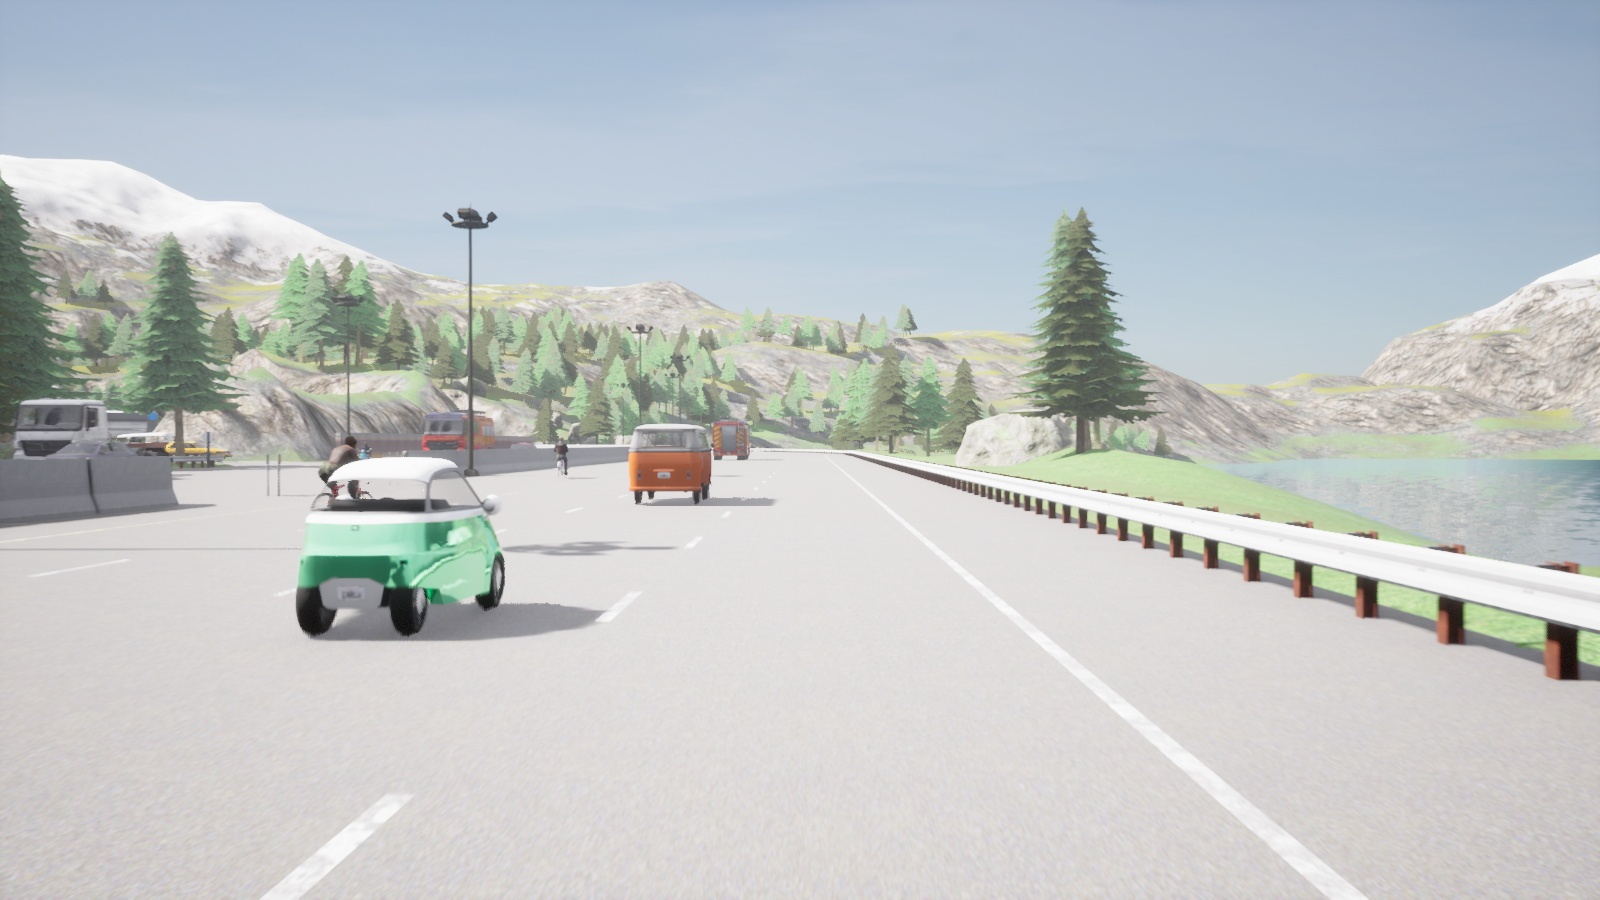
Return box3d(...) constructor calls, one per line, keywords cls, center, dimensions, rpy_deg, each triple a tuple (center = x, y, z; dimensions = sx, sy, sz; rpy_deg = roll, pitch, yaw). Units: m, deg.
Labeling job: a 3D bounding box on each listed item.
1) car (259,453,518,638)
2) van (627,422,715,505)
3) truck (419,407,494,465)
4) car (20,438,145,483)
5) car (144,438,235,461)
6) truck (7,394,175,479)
box3d(cls="car", center=(-3.407, 0.738, 10.746), dimensions=(1.481, 1.376, 2.207), rpy_deg=(0, 1, 0))
box3d(cls="van", center=(-3.242, 0.317, 32.258), dimensions=(1.775, 1.987, 4.442), rpy_deg=(0, 0, 0))
box3d(cls="truck", center=(-23.820, -0.927, 87.520), dimensions=(2.891, 3.827, 8.468), rpy_deg=(0, 0, 0))
box3d(cls="car", center=(-27.619, 0.382, 48.552), dimensions=(2.033, 1.649, 4.856), rpy_deg=(0, 0, 0))
box3d(cls="car", center=(-42.043, -0.029, 86.513), dimensions=(5.366, 1.575, 1.801), rpy_deg=(0, 0, 0))
box3d(cls="truck", center=(-31.064, -0.571, 55.514), dimensions=(2.891, 3.462, 7.936), rpy_deg=(0, 0, 0))
